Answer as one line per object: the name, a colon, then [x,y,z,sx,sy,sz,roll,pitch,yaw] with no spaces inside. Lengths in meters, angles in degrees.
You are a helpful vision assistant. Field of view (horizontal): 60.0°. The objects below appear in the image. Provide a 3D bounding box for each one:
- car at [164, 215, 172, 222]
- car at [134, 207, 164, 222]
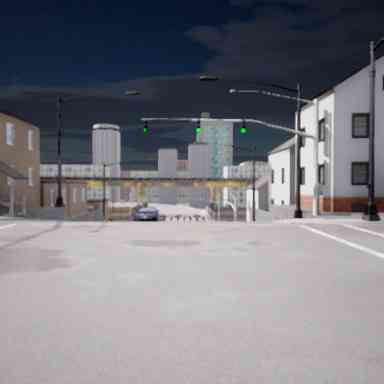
car: [-3.810,3.967,40.615,1.994,1.385,4.181,0,-13,-1]
car: [-3.644,1.962,27.994,1.812,1.442,4.674,0,-7,0]
